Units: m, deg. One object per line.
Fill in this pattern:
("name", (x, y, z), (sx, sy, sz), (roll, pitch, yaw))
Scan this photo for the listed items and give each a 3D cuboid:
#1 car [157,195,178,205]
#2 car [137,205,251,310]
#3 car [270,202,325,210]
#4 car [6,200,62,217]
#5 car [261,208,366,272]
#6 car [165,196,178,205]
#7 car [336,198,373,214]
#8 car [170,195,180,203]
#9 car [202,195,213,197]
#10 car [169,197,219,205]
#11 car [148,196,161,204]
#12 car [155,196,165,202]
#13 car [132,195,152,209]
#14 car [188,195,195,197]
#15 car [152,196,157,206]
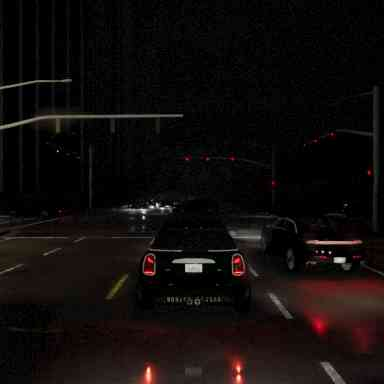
("car", (-3.689, 1.547, 50.777), (2.033, 1.411, 5.357), (0, 0, 0))
("car", (0.042, 1.352, 7.953), (2.097, 1.767, 4.553), (0, 0, 0))
("car", (9.633, 1.594, 30.895), (5.357, 1.411, 2.033), (0, 0, -3))
("car", (-14.725, 1.562, 31.012), (4.892, 1.490, 1.837), (0, 0, 0))
("car", (3.598, 1.492, 10.763), (2.128, 1.511, 4.902), (0, 0, -3))
("car", (-3.690, 1.491, 60.279), (2.128, 1.511, 4.902), (0, 0, 0))
("car", (17.465, 1.407, 34.646), (4.553, 1.767, 2.097), (0, 0, 0))
("car", (-3.639, 1.500, 70.490), (1.837, 1.490, 4.892), (0, 0, 0))
("car", (3.466, 1.505, 65.628), (1.837, 1.490, 4.892), (0, 0, 0))
("car", (0.394, 1.535, 34.576), (4.892, 1.490, 1.837), (0, 0, 0))
("car", (-7.177, 1.526, 64.154), (1.812, 1.442, 4.674), (0, 0, 0))
("car", (-7.146, 1.594, 74.197), (1.895, 1.301, 4.718), (0, 0, 0))
("car", (-7.185, 1.526, 46.455), (1.812, 1.442, 4.674), (0, 0, 0))
("car", (-0.153, 1.478, 77.866), (1.882, 1.535, 5.008), (0, 0, 0))
("car", (-7.196, 1.352, 55.358), (2.097, 1.767, 4.553), (0, 0, 0))
